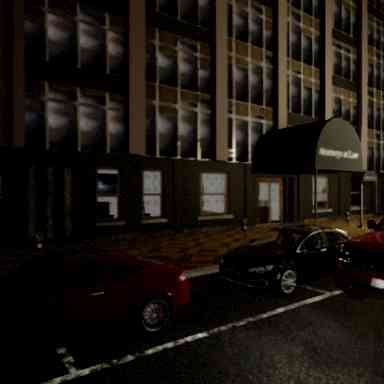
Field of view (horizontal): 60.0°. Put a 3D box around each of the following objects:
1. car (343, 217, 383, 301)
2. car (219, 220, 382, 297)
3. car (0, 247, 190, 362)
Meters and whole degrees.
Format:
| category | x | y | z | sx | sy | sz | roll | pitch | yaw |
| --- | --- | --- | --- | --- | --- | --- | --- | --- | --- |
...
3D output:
| category | x | y | z | sx | sy | sz | roll | pitch | yaw |
| --- | --- | --- | --- | --- | --- | --- | --- | --- | --- |
| car | 5.455 | 1.206 | 7.272 | 5.566 | 2.045 | 2.150 | 0 | 0 | -36 |
| car | 2.665 | 1.538 | 8.463 | 4.403 | 1.369 | 2.008 | 0 | 0 | -36 |
| car | -1.972 | 1.580 | 5.154 | 4.206 | 1.307 | 1.802 | 0 | 0 | -36 |
